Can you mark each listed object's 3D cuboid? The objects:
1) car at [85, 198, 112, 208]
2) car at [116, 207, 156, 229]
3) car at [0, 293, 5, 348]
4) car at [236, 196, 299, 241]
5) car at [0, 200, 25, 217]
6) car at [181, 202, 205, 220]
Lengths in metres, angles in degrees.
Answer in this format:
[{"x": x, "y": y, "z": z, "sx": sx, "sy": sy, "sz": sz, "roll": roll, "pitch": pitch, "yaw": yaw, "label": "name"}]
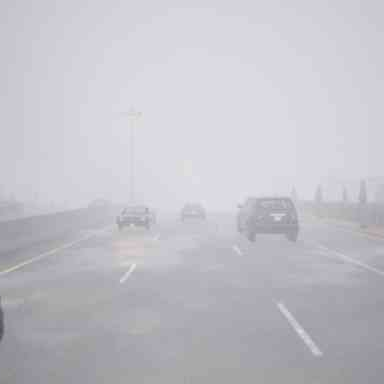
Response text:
[{"x": -10.602, "y": 1.473, "z": 38.141, "sx": 2.097, "sy": 1.767, "sz": 4.553, "roll": 0, "pitch": -2, "yaw": 0, "label": "car"}, {"x": -3.408, "y": 1.586, "z": 21.203, "sx": 1.895, "sy": 1.301, "sz": 4.718, "roll": 0, "pitch": 0, "yaw": 0, "label": "car"}, {"x": -3.411, "y": 1.477, "z": 2.416, "sx": 1.882, "sy": 1.535, "sz": 5.008, "roll": 0, "pitch": 0, "yaw": 0, "label": "car"}, {"x": 3.594, "y": 1.207, "z": 16.604, "sx": 2.150, "sy": 2.045, "sz": 5.566, "roll": 0, "pitch": 0, "yaw": 0, "label": "car"}, {"x": -17.605, "y": 1.482, "z": 31.120, "sx": 2.128, "sy": 1.511, "sz": 4.902, "roll": 0, "pitch": 0, "yaw": 0, "label": "car"}, {"x": 0.089, "y": 1.543, "z": 27.683, "sx": 1.994, "sy": 1.385, "sz": 4.181, "roll": 0, "pitch": 0, "yaw": 0, "label": "car"}]
